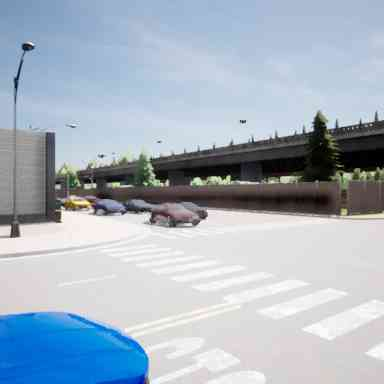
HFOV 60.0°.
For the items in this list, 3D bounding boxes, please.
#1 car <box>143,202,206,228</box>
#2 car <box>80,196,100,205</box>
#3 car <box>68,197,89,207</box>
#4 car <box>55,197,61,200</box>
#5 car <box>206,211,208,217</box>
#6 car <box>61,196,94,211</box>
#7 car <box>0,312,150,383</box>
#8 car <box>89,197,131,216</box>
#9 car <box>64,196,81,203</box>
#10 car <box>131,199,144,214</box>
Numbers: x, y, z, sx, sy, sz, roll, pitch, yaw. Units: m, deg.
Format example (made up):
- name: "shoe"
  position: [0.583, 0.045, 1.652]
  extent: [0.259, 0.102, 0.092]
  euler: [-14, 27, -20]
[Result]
- name: "car"
  position: [-1.276, 1.469, 21.987]
  extent: [1.812, 1.442, 4.674]
  euler: [0, 0, -31]
- name: "car"
  position: [-17.814, 1.421, 57.839]
  extent: [1.882, 1.535, 5.008]
  euler: [0, 0, -36]
- name: "car"
  position: [-17.429, 1.470, 51.082]
  extent: [1.812, 1.442, 4.674]
  euler: [0, 0, -35]
- name: "car"
  position: [-19.985, 1.491, 48.588]
  extent: [2.033, 1.411, 5.357]
  euler: [0, 0, -35]
- name: "car"
  position: [-0.531, 1.508, 27.316]
  extent: [1.994, 1.385, 4.181]
  euler: [0, 0, -36]
- name: "car"
  position: [-13.796, 1.422, 39.862]
  extent: [1.882, 1.535, 5.008]
  euler: [0, 0, -35]
- name: "car"
  position: [-2.606, 1.478, 1.915]
  extent: [5.008, 1.535, 1.882]
  euler: [1, 0, -36]
- name: "car"
  position: [-7.908, 1.469, 31.630]
  extent: [1.812, 1.442, 4.674]
  euler: [0, 0, -36]
- name: "car"
  position: [-23.742, 1.468, 65.957]
  extent: [1.812, 1.442, 4.674]
  euler: [0, 0, -36]
- name: "car"
  position: [-5.897, 1.491, 34.832]
  extent: [2.033, 1.411, 5.357]
  euler: [0, 0, -35]
